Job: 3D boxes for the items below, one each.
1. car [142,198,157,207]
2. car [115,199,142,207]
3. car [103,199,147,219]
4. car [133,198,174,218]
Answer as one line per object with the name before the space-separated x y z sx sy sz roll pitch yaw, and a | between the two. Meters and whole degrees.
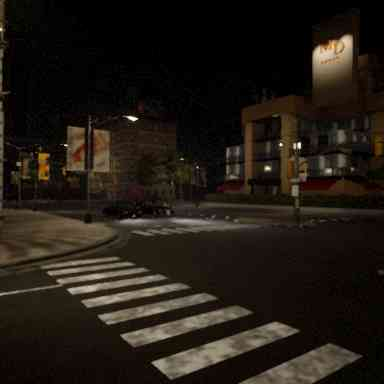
car | -7.488 1.746 58.261 1.837 1.490 4.892 0 0 -15
car | -10.637 1.805 55.543 4.718 1.301 1.895 0 0 39
car | -6.500 1.655 30.554 2.033 1.411 5.357 1 0 -36
car | -3.597 1.630 32.517 2.128 1.511 4.902 1 0 -36
